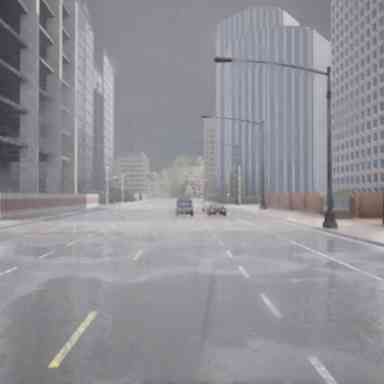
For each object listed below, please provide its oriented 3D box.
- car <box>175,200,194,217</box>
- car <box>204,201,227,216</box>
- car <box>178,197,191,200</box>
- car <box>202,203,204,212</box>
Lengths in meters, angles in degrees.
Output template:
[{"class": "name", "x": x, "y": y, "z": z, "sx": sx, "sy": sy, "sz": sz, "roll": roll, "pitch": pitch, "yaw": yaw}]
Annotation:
[{"class": "car", "x": -0.793, "y": 1.892, "z": 36.169, "sx": 2.128, "sy": 1.511, "sz": 4.902, "roll": 0, "pitch": -1, "yaw": -1}, {"class": "car", "x": 2.682, "y": 2.009, "z": 37.168, "sx": 1.895, "sy": 1.301, "sz": 4.718, "roll": 0, "pitch": -1, "yaw": -1}, {"class": "car", "x": -1.052, "y": 1.734, "z": 46.341, "sx": 2.150, "sy": 2.045, "sz": 5.566, "roll": 0, "pitch": -1, "yaw": -1}, {"class": "car", "x": 2.371, "y": 2.043, "z": 47.004, "sx": 1.812, "sy": 1.442, "sz": 4.674, "roll": 0, "pitch": -1, "yaw": -1}]
